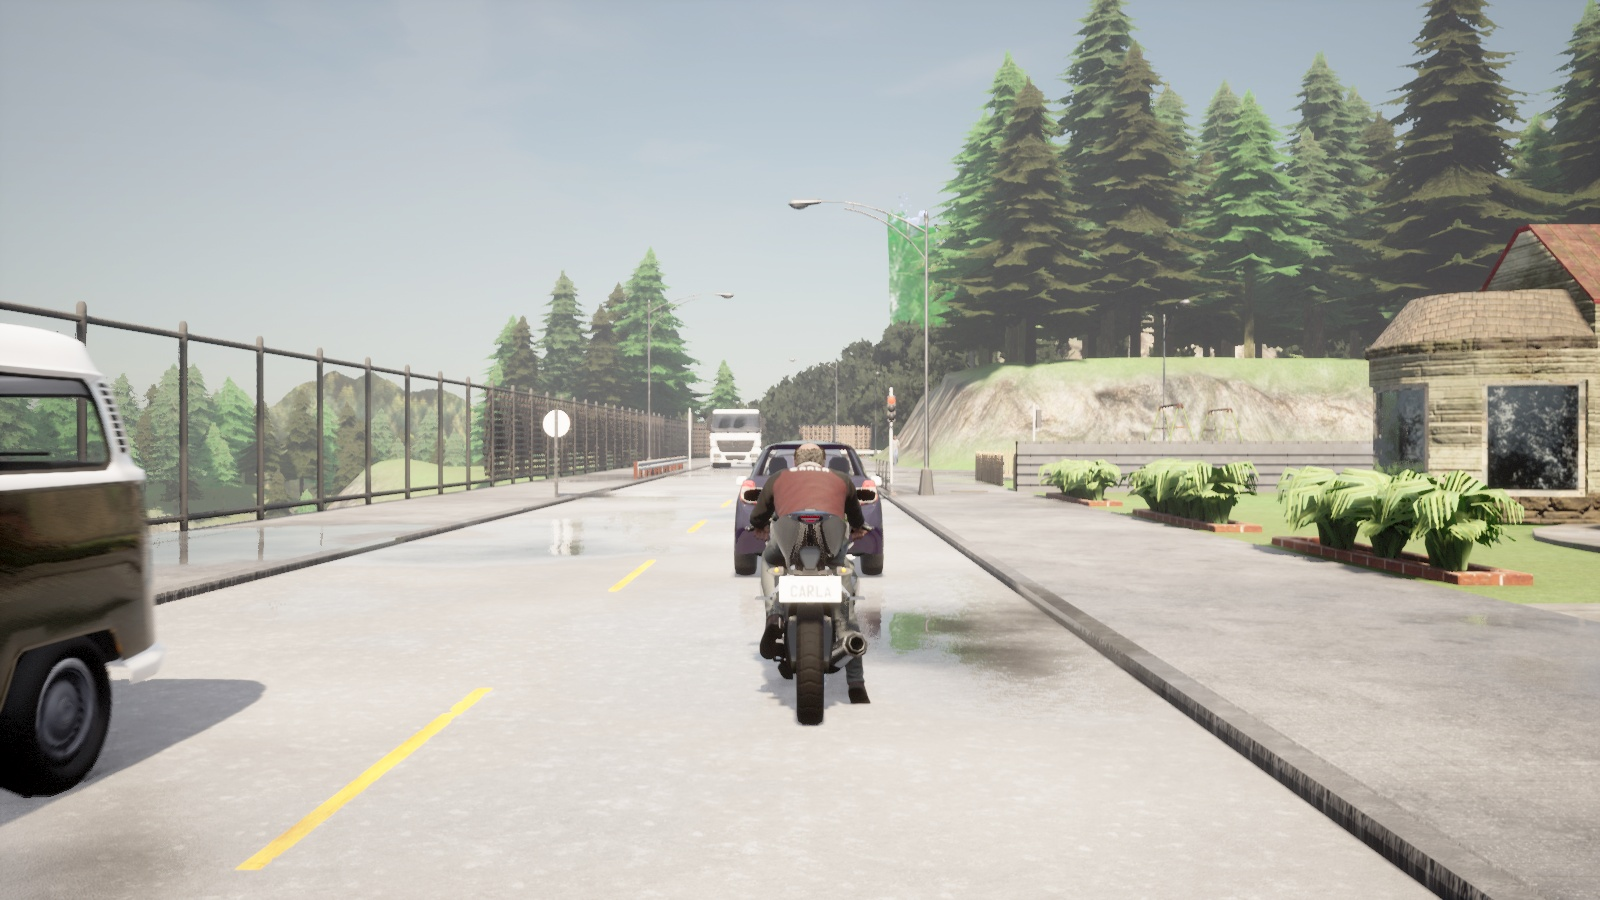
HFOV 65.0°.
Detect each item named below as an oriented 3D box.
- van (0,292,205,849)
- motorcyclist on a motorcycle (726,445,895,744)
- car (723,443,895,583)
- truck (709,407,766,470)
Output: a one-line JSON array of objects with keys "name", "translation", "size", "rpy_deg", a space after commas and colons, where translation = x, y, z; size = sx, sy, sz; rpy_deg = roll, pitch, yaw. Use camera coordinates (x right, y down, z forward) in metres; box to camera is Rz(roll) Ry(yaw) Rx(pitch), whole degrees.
[{"name": "van", "translation": [-3.963, 0.443, 3.918], "size": [2.069, 2.038, 4.480], "rpy_deg": [0, 0, 0]}, {"name": "motorcyclist on a motorcycle", "translation": [0.058, 0.737, 7.540], "size": [0.866, 1.530, 2.191], "rpy_deg": [0, 0, 0]}, {"name": "car", "translation": [0.104, 0.669, 15.286], "size": [1.845, 1.501, 3.633], "rpy_deg": [0, 0, 0]}, {"name": "truck", "translation": [-3.546, -0.676, 73.325], "size": [2.891, 3.462, 7.936], "rpy_deg": [0, 0, 0]}]
